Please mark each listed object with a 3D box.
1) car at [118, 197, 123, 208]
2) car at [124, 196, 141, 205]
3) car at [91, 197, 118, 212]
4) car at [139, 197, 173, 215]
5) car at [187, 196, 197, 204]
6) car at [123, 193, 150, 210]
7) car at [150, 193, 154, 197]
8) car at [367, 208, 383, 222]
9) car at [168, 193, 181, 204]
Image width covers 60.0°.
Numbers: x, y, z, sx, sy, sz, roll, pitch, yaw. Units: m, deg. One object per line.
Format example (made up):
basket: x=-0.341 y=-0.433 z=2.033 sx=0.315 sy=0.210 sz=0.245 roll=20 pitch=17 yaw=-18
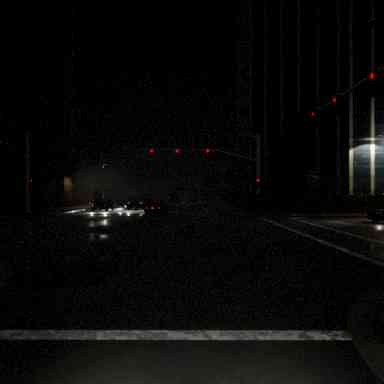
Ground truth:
car: x=-10.625 y=1.491 z=49.116 sx=2.128 sy=1.511 sz=4.902 roll=0 pitch=0 yaw=0
car: x=-10.591 y=1.491 z=59.299 sx=2.128 sy=1.511 sz=4.902 roll=0 pitch=0 yaw=0
car: x=-10.606 y=1.525 z=39.847 sx=1.812 sy=1.442 sz=4.674 roll=0 pitch=0 yaw=0
car: x=-3.512 y=1.547 z=33.377 sx=2.033 sy=1.411 sz=5.357 roll=0 pitch=0 yaw=3
car: x=-0.043 y=1.525 z=64.911 sx=1.812 sy=1.442 sz=4.674 roll=0 pitch=0 yaw=0
car: x=-7.126 y=1.352 z=43.355 sx=2.097 sy=1.767 sz=4.553 roll=0 pitch=0 yaw=0
car: x=-7.121 y=1.221 z=52.856 sx=2.150 sy=2.045 sz=5.566 roll=0 pitch=0 yaw=0
car: x=15.467 y=1.478 z=24.278 sx=5.008 sy=1.535 sz=1.882 roll=0 pitch=0 yaw=-1
car: x=-3.443 y=1.221 z=64.278 sx=2.150 sy=2.045 sz=5.566 roll=0 pitch=0 yaw=0
